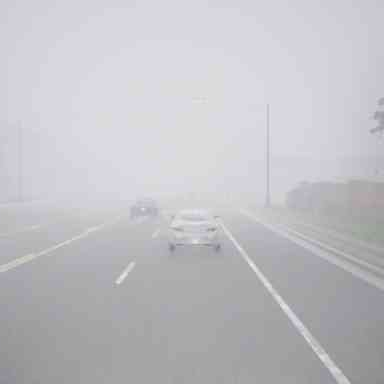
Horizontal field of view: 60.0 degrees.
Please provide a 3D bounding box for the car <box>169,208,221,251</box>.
[{"bbox_3d":[0.101,1.352,13.225,1.812,1.442,4.674,0,1,0],"label":"car"}]

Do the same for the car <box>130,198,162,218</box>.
[{"bbox_3d":[-3.396,1.130,25.116,1.994,1.385,4.181,0,1,0],"label":"car"}]

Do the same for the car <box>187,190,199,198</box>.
[{"bbox_3d":[0.108,0.336,56.164,2.033,1.411,5.357,0,1,0],"label":"car"}]
